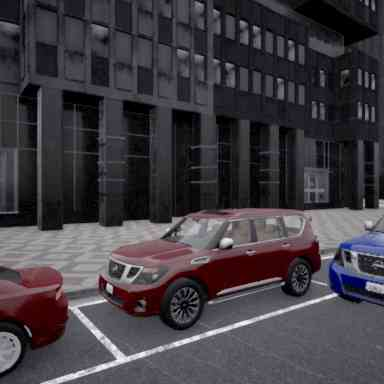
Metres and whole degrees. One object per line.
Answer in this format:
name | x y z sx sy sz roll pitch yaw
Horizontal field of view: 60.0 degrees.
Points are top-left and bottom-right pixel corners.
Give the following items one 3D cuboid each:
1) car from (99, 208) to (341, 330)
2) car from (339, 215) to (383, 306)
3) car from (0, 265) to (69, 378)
car | 0.664 1.315 7.075 5.009 1.841 2.192 0 0 -35
car | 5.279 1.221 7.057 5.566 2.045 2.150 0 0 -35
car | -3.852 1.545 3.913 4.507 1.381 1.887 0 0 -35
